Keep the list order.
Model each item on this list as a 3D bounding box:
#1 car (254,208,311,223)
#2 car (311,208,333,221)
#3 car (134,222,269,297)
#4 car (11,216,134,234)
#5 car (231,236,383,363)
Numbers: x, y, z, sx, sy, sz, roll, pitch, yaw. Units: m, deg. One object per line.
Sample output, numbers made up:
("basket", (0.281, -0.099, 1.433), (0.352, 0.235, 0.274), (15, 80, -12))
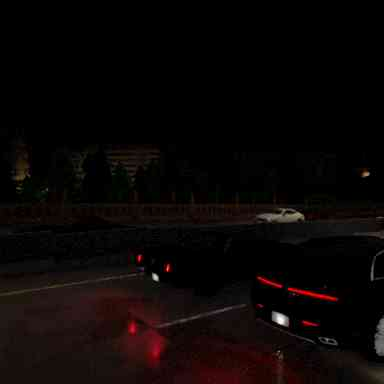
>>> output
("car", (6.950, 2.008, 26.143), (4.674, 1.442, 1.812), (2, -1, -35))
("car", (12.823, 2.317, 34.614), (4.181, 1.385, 1.994), (2, -1, -35))
("car", (0.996, 1.668, 8.758), (4.718, 1.301, 1.895), (1, -1, -36))
("car", (-4.757, 1.643, 13.496), (4.718, 1.301, 1.895), (1, -1, -36))
("car", (3.204, 1.568, 6.033), (4.892, 1.490, 1.837), (2, -1, -36))
